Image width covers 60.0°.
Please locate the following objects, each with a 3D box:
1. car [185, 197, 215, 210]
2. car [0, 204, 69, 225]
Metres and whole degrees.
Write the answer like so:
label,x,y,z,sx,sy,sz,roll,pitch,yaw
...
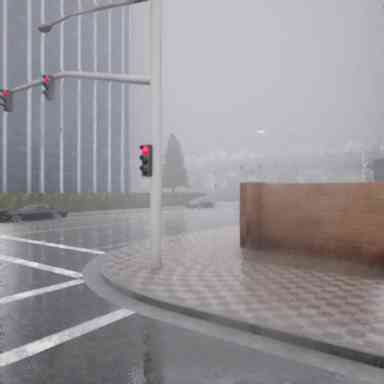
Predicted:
label,x,y,z,sx,sy,sz,roll,pitch,yaw
car,1.082,1.443,41.184,1.837,1.490,4.892,0,-1,36
car,-11.365,1.537,23.660,1.895,1.301,4.718,0,0,35
